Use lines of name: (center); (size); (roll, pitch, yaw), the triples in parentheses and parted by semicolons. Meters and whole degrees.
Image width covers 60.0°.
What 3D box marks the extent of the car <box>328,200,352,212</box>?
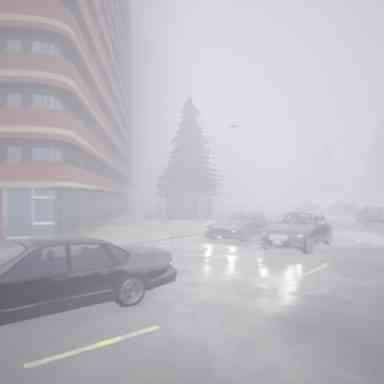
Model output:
car: (18.478, 1.794, 40.906); (1.882, 1.535, 5.008); (0, -1, -3)

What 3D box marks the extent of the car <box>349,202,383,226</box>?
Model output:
car: (13.634, 1.732, 24.938); (2.033, 1.411, 5.357); (0, -1, 15)

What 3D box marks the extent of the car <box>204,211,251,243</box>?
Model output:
car: (2.712, 1.706, 17.517); (2.033, 1.411, 5.357); (-1, -1, 34)

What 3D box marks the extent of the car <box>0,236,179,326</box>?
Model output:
car: (-2.803, 1.624, 6.535); (5.357, 1.411, 2.033); (0, -1, -39)

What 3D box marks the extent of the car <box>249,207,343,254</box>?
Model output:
car: (4.604, 1.611, 14.208); (2.128, 1.511, 4.902); (-1, -1, 37)

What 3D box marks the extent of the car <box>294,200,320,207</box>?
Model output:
car: (14.853, 1.830, 43.282); (1.882, 1.535, 5.008); (0, 0, -4)
